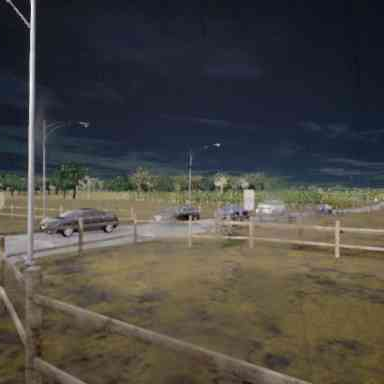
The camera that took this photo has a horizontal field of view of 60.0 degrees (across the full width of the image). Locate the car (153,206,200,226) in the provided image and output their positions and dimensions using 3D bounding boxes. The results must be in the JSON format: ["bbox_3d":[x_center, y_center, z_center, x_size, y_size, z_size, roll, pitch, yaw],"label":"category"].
[{"bbox_3d":[-1.207,1.939,27.598,2.128,1.511,4.902,1,-1,35],"label":"car"}]

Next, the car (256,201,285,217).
[{"bbox_3d":[10.513,2.169,44.171,2.150,2.045,5.566,1,-1,36],"label":"car"}]

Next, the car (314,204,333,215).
[{"bbox_3d":[21.894,2.782,55.314,2.097,1.767,4.553,1,-1,35],"label":"car"}]

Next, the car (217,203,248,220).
[{"bbox_3d":[4.429,2.030,35.600,2.097,1.767,4.553,1,-1,35],"label":"car"}]

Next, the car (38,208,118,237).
[{"bbox_3d":[-6.629,1.748,19.892,1.837,1.490,4.892,1,-1,35],"label":"car"}]
